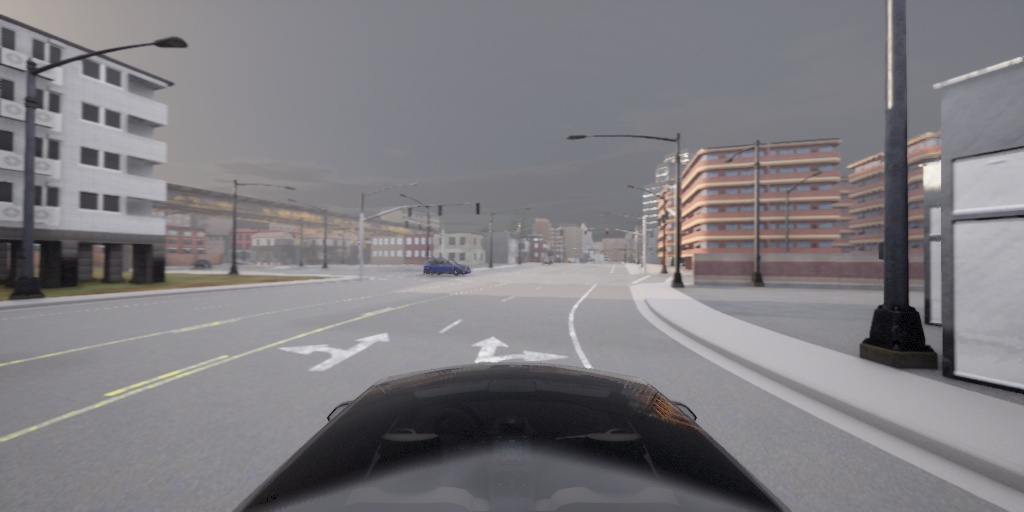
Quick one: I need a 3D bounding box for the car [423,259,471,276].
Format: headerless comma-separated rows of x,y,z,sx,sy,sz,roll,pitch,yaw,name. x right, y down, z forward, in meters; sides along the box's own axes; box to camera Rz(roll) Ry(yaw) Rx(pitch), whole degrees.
-7.573,1.384,41.571,5.566,2.045,2.150,0,0,16,car
